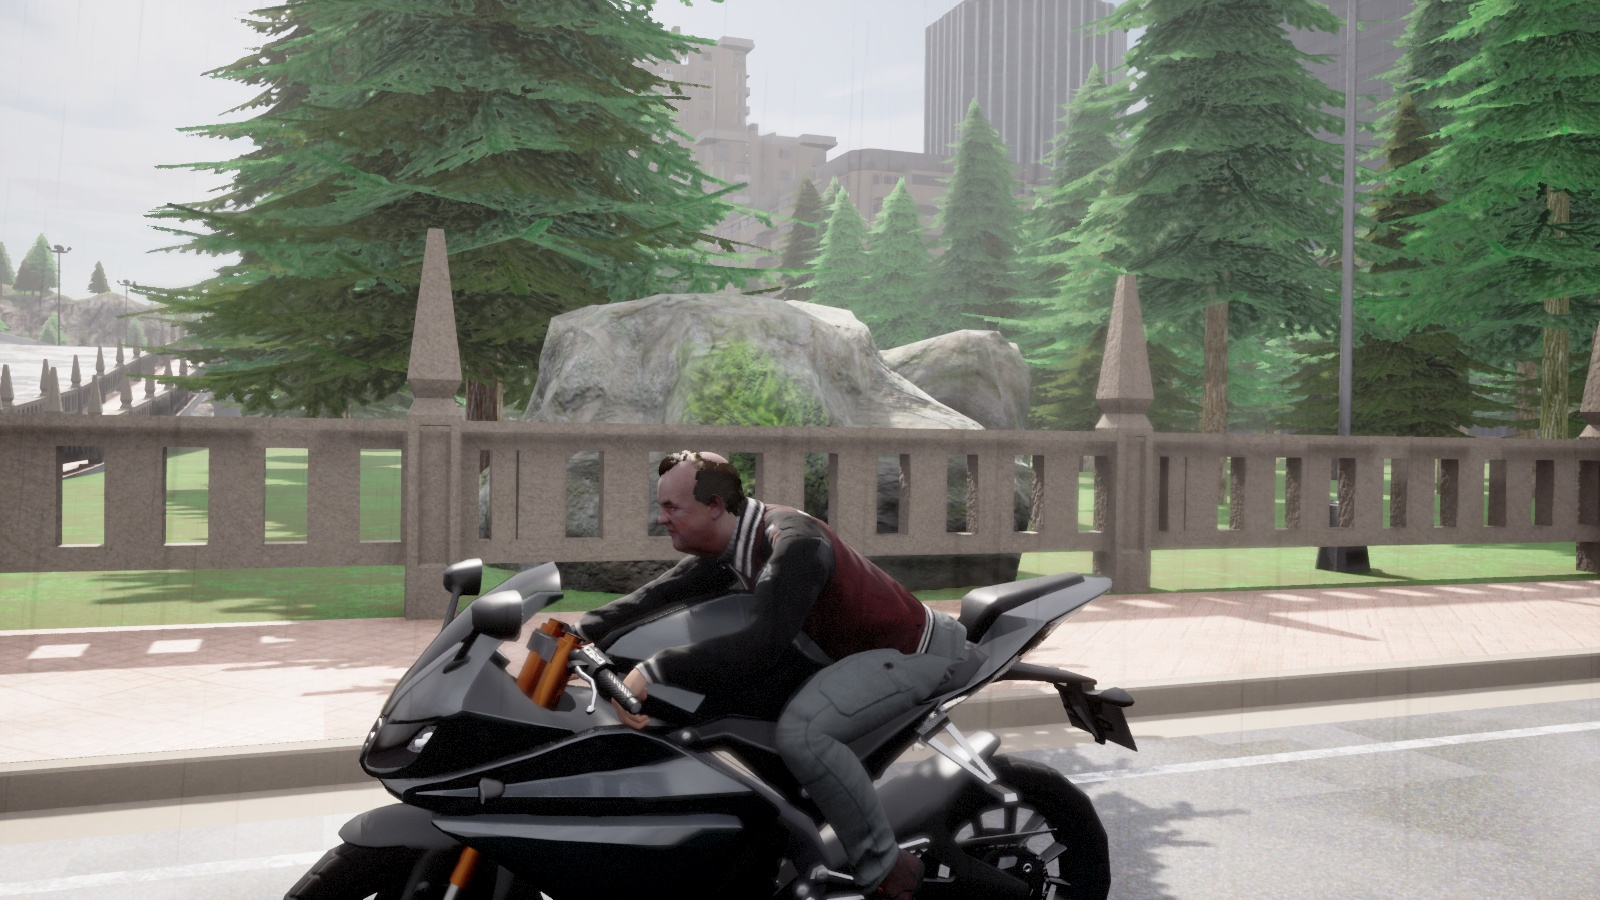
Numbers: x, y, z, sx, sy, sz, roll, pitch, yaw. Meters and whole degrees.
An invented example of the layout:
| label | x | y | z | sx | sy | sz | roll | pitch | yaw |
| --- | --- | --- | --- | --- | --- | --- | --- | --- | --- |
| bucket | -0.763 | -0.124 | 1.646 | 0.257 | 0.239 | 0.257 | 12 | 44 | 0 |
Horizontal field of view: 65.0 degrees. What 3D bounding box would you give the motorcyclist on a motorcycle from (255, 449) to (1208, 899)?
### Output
| label | x | y | z | sx | sy | sz | roll | pitch | yaw |
| --- | --- | --- | --- | --- | --- | --- | --- | --- | --- |
| motorcyclist on a motorcycle | -0.153 | 0.783 | 3.181 | 2.191 | 1.530 | 0.866 | -1 | 1 | -21 |
